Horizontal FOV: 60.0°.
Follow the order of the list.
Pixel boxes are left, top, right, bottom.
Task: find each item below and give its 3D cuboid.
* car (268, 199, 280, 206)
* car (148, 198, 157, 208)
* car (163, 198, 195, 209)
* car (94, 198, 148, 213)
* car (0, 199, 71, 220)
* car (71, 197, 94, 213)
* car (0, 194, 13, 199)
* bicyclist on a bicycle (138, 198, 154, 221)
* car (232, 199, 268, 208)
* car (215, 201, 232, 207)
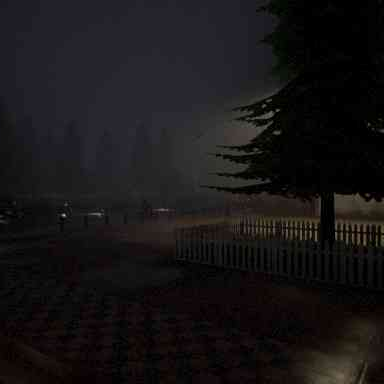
[{"bbox_3d":[14.328,1.547,55.741,2.033,1.411,5.357,0,0,36],"label":"car"},{"bbox_3d":[-6.621,1.526,44.779,1.812,1.442,4.674,0,0,36],"label":"car"},{"bbox_3d":[-1.665,1.547,45.680,2.033,1.411,5.357,0,0,36],"label":"car"},{"bbox_3d":[-7.838,1.547,37.055,2.033,1.411,5.357,0,0,35],"label":"car"},{"bbox_3d":[-13.687,1.547,28.861,2.033,1.411,5.357,0,0,35],"label":"car"},{"bbox_3d":[-12.570,1.352,36.448,2.097,1.767,4.553,0,0,36],"label":"car"},{"bbox_3d":[-18.174,1.222,28.597,2.150,2.045,5.566,0,0,35],"label":"car"},{"bbox_3d":[-3.385,1.302,24.388,1.656,1.620,0.582,0,0,36],"label":"bicyclist on a bicycle"},{"bbox_3d":[8.414,1.221,47.443,2.150,2.045,5.566,0,0,36],"label":"car"},{"bbox_3d":[5.147,1.564,48.961,1.994,1.385,4.181,0,0,35],"label":"car"}]
